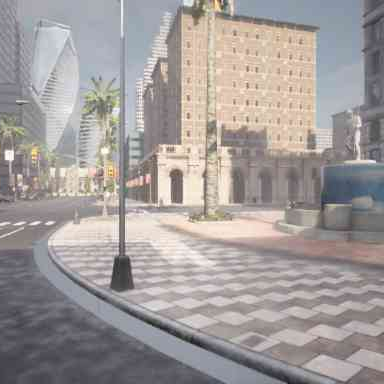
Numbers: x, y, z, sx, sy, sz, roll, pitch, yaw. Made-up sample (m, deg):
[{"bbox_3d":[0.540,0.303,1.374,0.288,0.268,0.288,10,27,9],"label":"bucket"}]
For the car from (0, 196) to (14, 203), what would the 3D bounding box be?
[{"bbox_3d":[-38.961,1.513,70.149,2.161,1.482,4.786,0,0,-15],"label":"car"}]
